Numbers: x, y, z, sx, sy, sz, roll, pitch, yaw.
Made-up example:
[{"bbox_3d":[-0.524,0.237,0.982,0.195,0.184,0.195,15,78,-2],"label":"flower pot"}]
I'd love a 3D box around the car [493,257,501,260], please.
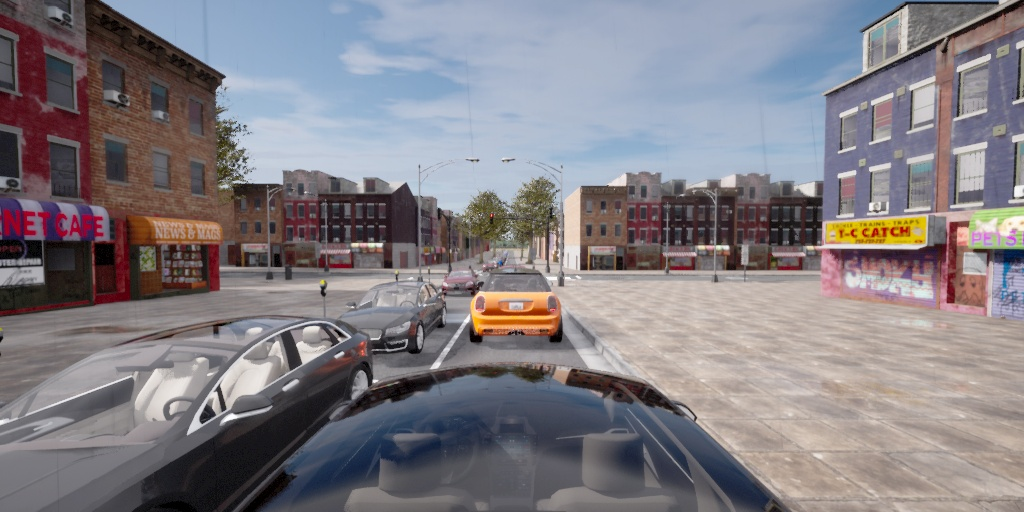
[{"bbox_3d":[-2.733,1.240,46.216,1.967,1.591,4.097,0,0,0],"label":"car"}]

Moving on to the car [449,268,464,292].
[{"bbox_3d":[-2.677,1.335,19.441,1.802,1.307,4.207,0,0,0],"label":"car"}]

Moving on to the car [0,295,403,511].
[{"bbox_3d":[-2.643,1.300,3.098,2.007,1.370,4.403,0,0,0],"label":"car"}]

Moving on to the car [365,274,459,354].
[{"bbox_3d":[-2.654,1.298,8.547,2.007,1.370,4.403,0,0,0],"label":"car"}]

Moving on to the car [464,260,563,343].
[{"bbox_3d":[0.083,1.100,9.857,2.097,1.767,4.553,0,0,0],"label":"car"}]
